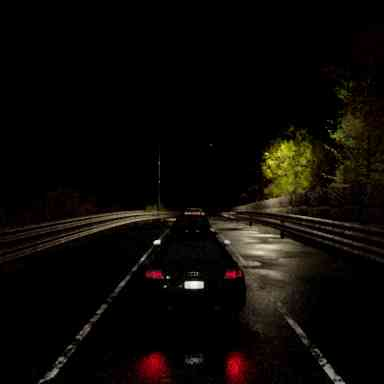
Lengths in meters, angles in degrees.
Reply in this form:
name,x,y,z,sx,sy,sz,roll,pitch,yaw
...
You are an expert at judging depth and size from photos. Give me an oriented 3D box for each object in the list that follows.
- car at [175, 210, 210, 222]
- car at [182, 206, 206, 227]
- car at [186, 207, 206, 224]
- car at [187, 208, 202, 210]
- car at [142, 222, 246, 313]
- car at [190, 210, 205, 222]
name,x,y,z,sx,sy,sz,roll,pitch,yaw
car,0.006,1.697,14.179,1.837,1.490,4.892,0,-1,0
car,0.194,2.288,31.589,2.097,1.767,4.553,0,-3,1
car,0.446,2.631,37.153,2.097,1.767,4.553,0,-4,2
car,0.042,1.989,22.996,2.128,1.511,4.902,0,-2,0
car,0.014,1.623,7.822,1.994,1.385,4.181,0,-1,-1
car,0.850,3.349,46.405,1.882,1.535,5.008,0,-4,3
